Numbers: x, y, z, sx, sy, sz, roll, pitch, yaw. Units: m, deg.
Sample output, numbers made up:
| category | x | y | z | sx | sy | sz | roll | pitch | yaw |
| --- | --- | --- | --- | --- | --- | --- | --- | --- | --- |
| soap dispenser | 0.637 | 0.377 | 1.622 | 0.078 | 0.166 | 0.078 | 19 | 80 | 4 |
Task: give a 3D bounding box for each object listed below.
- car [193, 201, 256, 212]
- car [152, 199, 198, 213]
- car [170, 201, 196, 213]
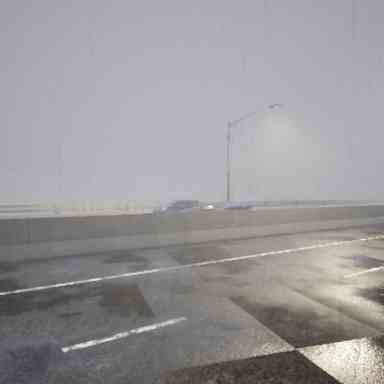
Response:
| category | x | y | z | sx | sy | sz | roll | pitch | yaw |
| --- | --- | --- | --- | --- | --- | --- | --- | --- | --- |
| car | 2.829 | 1.584 | 22.999 | 5.008 | 1.535 | 1.882 | 0 | 0 | -35 |
| car | -1.157 | 1.416 | 28.753 | 4.553 | 1.767 | 2.097 | 0 | 0 | -35 |
| car | 0.820 | 1.639 | 25.865 | 4.181 | 1.385 | 1.994 | 0 | 0 | -35 |
